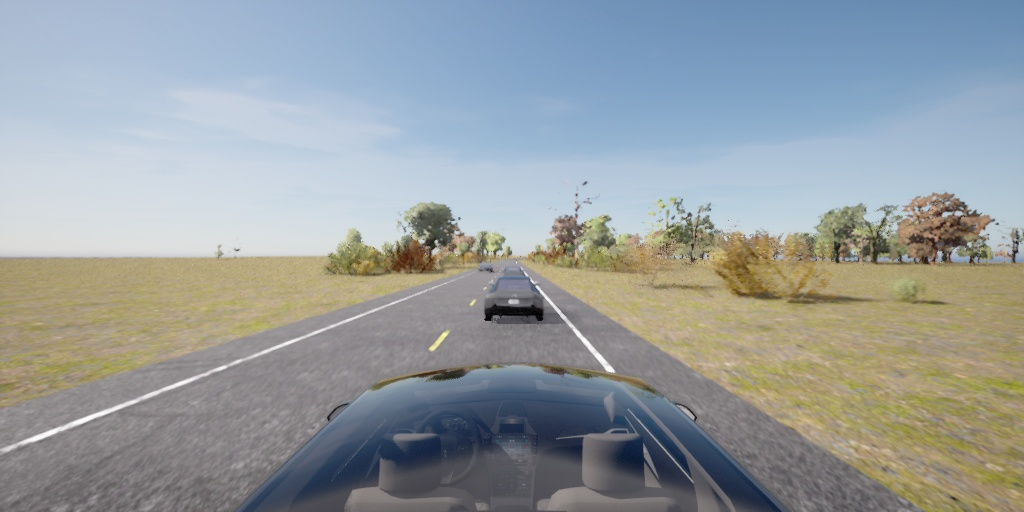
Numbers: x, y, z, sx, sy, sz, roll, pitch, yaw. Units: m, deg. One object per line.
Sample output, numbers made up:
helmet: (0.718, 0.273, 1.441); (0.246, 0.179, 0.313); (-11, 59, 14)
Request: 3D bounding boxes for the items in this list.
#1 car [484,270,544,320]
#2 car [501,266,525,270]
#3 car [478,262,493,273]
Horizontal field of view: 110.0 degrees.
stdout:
car: (0.071, 1.387, 13.010); (1.994, 1.385, 4.181); (0, 0, 0)
car: (0.073, 1.474, 28.157); (1.994, 1.385, 4.181); (0, 0, 0)
car: (-3.584, 1.542, 49.224); (1.812, 1.442, 4.674); (0, 0, 0)
